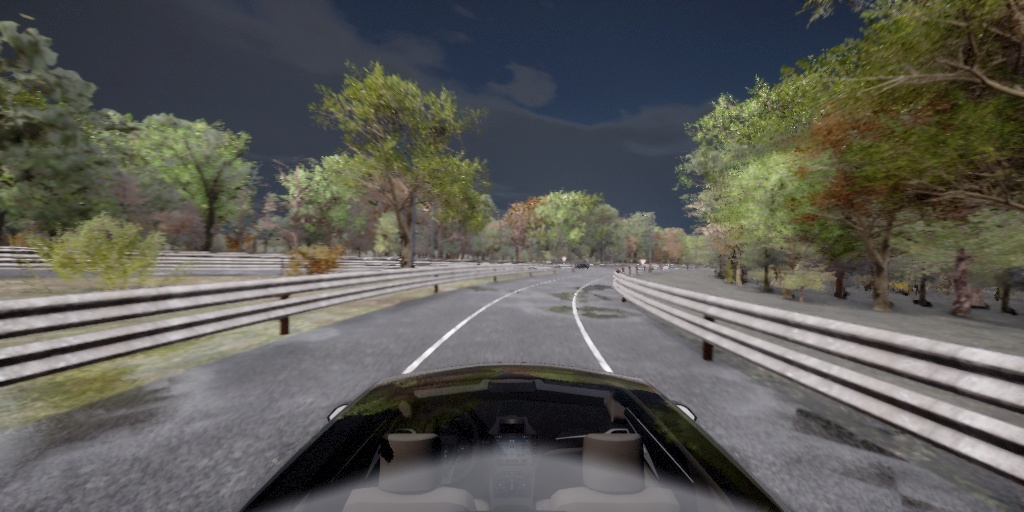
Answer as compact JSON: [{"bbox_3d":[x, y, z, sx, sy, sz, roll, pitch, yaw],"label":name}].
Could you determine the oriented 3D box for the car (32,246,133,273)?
[{"bbox_3d":[-29.158,0.351,24.809,2.128,1.511,4.902,2,0,42],"label":"car"}]

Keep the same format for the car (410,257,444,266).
[{"bbox_3d":[-10.943,1.154,44.830,2.033,1.411,5.357,2,0,42],"label":"car"}]
